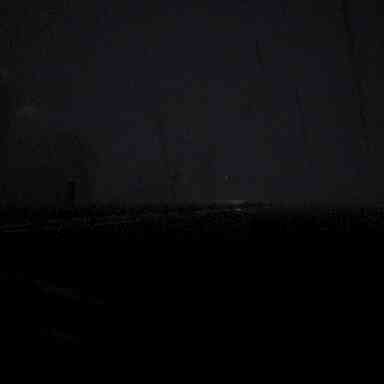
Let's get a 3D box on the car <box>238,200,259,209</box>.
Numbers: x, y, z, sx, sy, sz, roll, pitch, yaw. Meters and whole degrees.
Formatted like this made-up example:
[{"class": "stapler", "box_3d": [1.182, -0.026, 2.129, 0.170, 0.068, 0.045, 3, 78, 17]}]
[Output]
[{"class": "car", "box_3d": [9.251, 1.996, 53.418, 1.895, 1.301, 4.718, 1, 0, 36]}]
